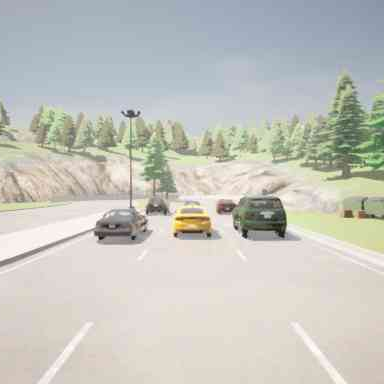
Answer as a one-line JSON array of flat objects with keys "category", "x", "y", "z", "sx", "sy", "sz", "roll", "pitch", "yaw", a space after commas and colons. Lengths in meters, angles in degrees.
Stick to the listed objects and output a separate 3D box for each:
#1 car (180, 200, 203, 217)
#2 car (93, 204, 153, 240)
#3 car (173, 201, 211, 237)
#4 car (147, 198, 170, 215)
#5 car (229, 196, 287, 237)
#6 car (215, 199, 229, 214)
[{"category": "car", "x": 0.022, "y": 1.548, "z": 32.114, "sx": 2.033, "sy": 1.411, "sz": 5.357, "roll": 0, "pitch": 0, "yaw": 1}, {"category": "car", "x": -3.477, "y": 1.548, "z": 17.073, "sx": 2.033, "sy": 1.411, "sz": 5.357, "roll": 0, "pitch": 0, "yaw": 0}, {"category": "car", "x": 0.034, "y": 1.478, "z": 18.249, "sx": 1.882, "sy": 1.535, "sz": 5.008, "roll": 0, "pitch": 0, "yaw": 1}, {"category": "car", "x": -3.456, "y": 1.351, "z": 34.150, "sx": 2.097, "sy": 1.767, "sz": 4.553, "roll": 0, "pitch": 0, "yaw": 0}, {"category": "car", "x": 3.532, "y": 1.223, "z": 18.117, "sx": 2.150, "sy": 2.045, "sz": 5.566, "roll": 0, "pitch": 0, "yaw": 0}, {"category": "car", "x": 3.554, "y": 1.477, "z": 35.383, "sx": 1.882, "sy": 1.535, "sz": 5.008, "roll": 0, "pitch": 0, "yaw": 1}]
